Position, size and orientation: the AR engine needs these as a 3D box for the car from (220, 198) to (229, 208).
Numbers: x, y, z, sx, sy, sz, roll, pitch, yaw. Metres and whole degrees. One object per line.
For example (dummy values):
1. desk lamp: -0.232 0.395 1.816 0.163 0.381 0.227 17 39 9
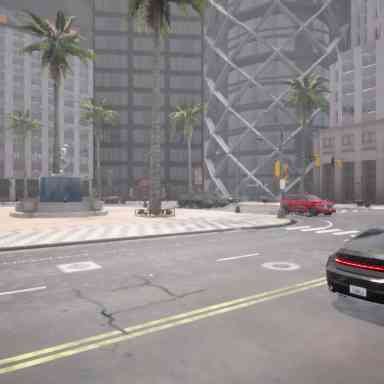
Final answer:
1. car: 2.569 1.220 47.615 5.566 2.045 2.150 0 0 38

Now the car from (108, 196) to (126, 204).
1. car: -14.766 1.478 62.000 5.008 1.535 1.882 0 0 6

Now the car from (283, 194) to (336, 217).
1. car: 10.832 1.223 31.497 2.150 2.045 5.566 1 -1 -27

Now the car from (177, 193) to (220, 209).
1. car: 0.557 1.220 44.843 5.566 2.045 2.150 0 0 36

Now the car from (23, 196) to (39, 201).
1. car: -28.455 1.492 61.342 4.902 1.511 2.128 0 0 -10

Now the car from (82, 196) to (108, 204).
1. car: -17.162 1.492 55.159 4.902 1.511 2.128 0 0 3

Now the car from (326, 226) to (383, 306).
1. car: 4.923 1.505 7.306 4.892 1.490 1.837 0 0 -35
